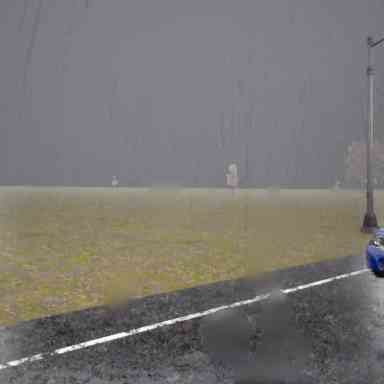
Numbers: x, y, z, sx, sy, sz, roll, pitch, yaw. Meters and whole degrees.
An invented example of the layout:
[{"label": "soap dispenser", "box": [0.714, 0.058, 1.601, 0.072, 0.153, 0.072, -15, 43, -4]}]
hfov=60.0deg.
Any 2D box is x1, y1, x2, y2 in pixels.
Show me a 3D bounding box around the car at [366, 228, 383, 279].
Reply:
[{"label": "car", "box": [6.943, 1.221, 8.899, 5.566, 2.045, 2.150, 0, 0, -35]}]
